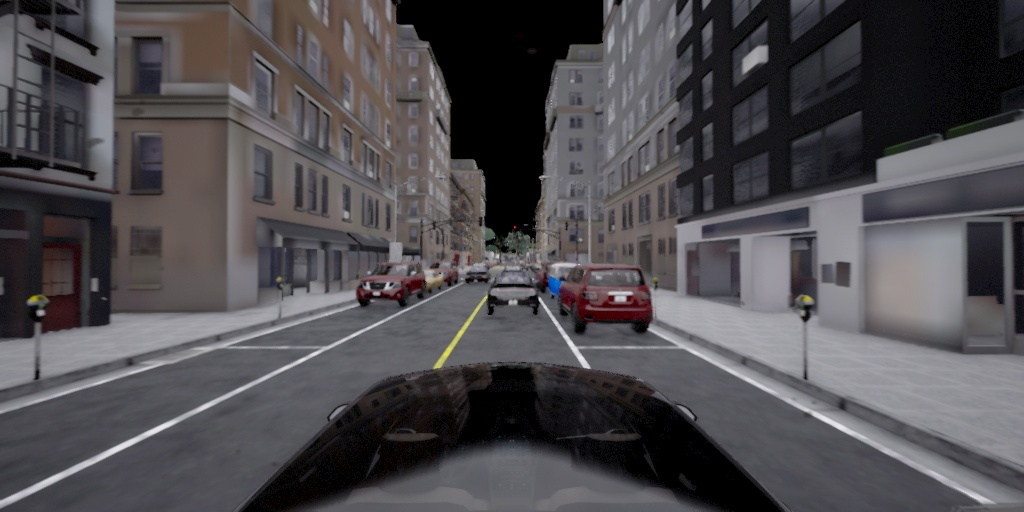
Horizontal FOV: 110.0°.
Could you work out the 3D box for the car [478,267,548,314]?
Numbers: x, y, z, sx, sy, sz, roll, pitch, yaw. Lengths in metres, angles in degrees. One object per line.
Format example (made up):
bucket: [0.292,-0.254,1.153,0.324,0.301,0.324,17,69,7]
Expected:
car: [0.050,1.358,14.280,2.128,1.511,4.902,0,0,0]

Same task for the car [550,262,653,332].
car: [2.639,1.151,11.103,2.192,1.841,5.009,0,0,0]

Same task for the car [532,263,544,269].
car: [2.641,1.256,22.461,2.192,1.841,5.009,0,0,0]

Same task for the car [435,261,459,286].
car: [-5.396,1.308,28.142,2.192,1.841,5.009,0,0,0]

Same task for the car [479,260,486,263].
car: [-5.407,1.765,54.978,1.751,1.417,4.829,0,0,0]

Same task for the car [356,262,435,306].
car: [-5.396,1.204,16.786,2.192,1.841,5.009,0,0,0]

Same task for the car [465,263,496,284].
car: [-2.765,1.560,30.255,2.033,1.411,5.357,0,-1,0]

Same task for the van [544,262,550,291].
van: [2.640,1.230,16.782,1.690,1.789,3.998,0,0,0]

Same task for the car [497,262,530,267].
car: [0.072,1.487,28.671,2.128,1.511,4.902,0,-1,-1]

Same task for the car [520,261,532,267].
car: [2.647,1.789,55.147,2.007,1.370,4.403,0,0,0]

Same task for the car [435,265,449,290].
car: [-5.396,1.467,22.293,1.751,1.417,4.829,0,0,0]
